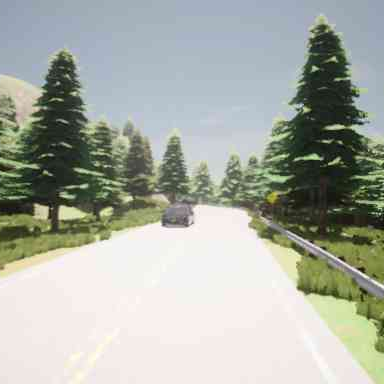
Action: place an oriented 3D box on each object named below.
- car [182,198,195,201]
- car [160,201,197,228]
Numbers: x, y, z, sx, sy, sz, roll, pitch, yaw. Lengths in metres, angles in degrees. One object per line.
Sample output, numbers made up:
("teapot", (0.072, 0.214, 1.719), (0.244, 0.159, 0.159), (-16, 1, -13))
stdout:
("car", (-0.444, 1.847, 65.510), (1.882, 1.535, 5.008), (4, 0, -19))
("car", (-0.935, 1.664, 24.007), (1.837, 1.490, 4.892), (1, 0, 8))
